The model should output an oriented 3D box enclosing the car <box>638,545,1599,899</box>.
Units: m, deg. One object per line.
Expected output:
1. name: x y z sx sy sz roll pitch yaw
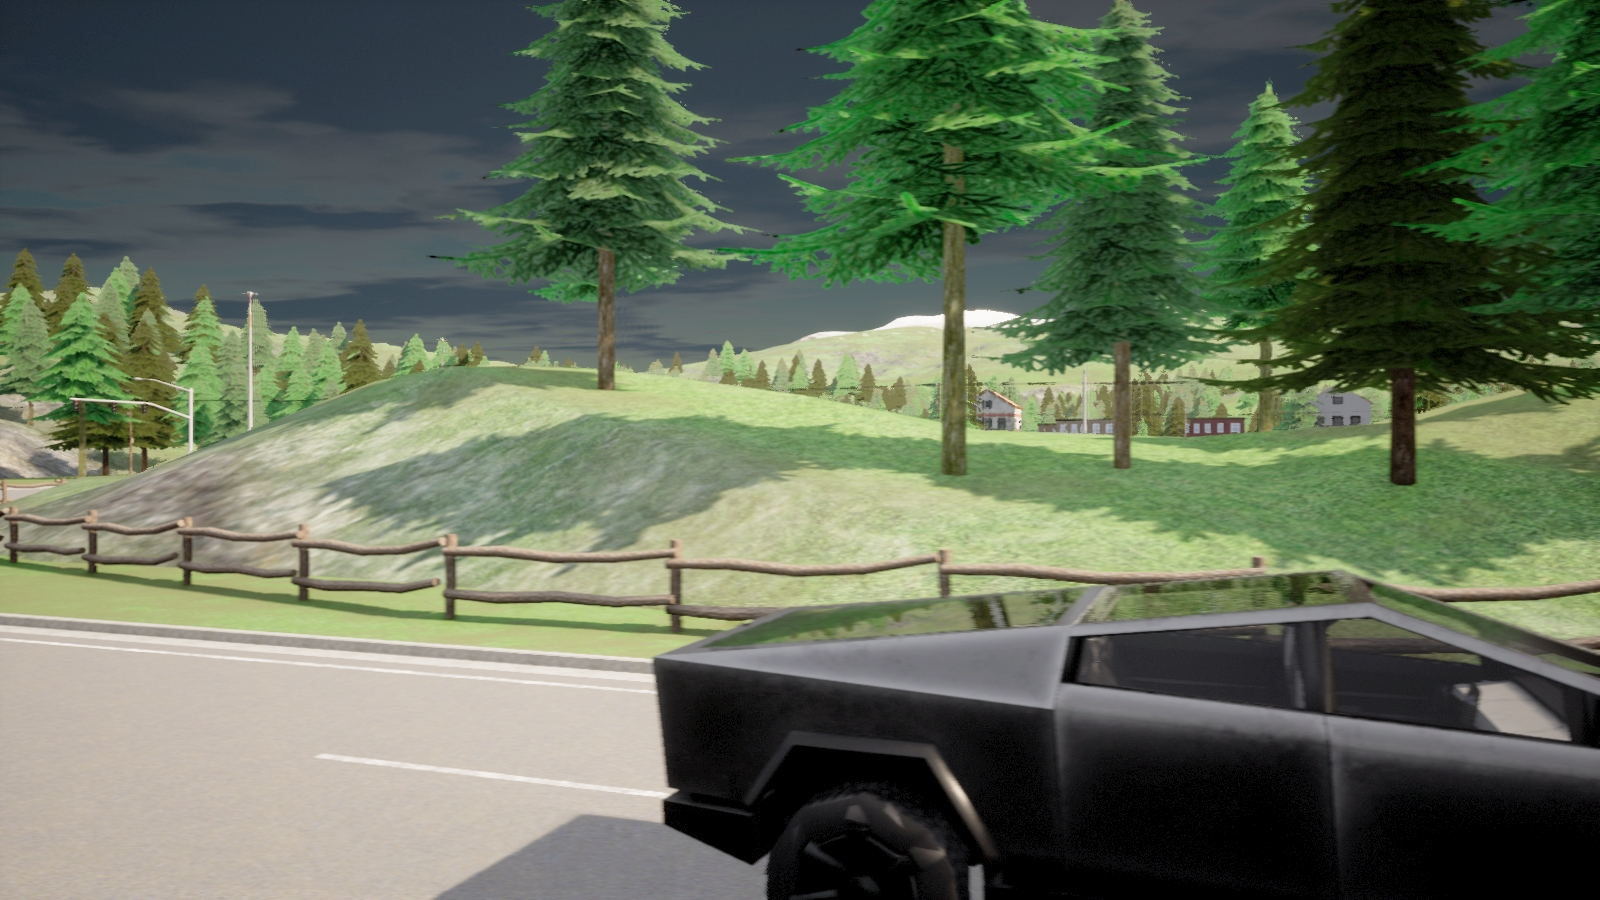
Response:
1. car: 2.485 1.753 6.188 6.274 2.098 2.390 0 0 20
